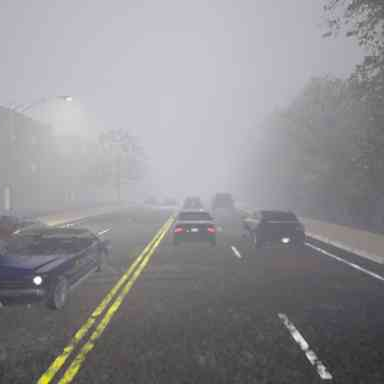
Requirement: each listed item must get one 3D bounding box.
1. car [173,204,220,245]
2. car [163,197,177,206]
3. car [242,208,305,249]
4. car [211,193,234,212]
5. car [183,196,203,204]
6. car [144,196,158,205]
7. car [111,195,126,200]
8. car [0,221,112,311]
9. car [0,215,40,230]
[{"bbox_3d":[0.104,1.502,15.281,2.033,1.411,5.357,0,0,0],"label":"car"},{"bbox_3d":[-3.378,1.451,51.113,1.895,1.301,4.718,0,0,0],"label":"car"},{"bbox_3d":[3.352,1.462,14.321,1.837,1.490,4.892,0,0,0],"label":"car"},{"bbox_3d":[3.354,1.110,37.429,2.150,2.045,5.566,0,0,0],"label":"car"},{"bbox_3d":[0.104,1.244,36.457,2.097,1.767,4.553,0,0,0],"label":"car"},{"bbox_3d":[-6.665,1.404,54.593,1.994,1.385,4.181,0,0,0],"label":"car"},{"bbox_3d":[-20.683,1.550,92.887,4.313,1.339,1.947,-1,1,-1],"label":"car"},{"bbox_3d":[-3.350,1.578,7.806,1.895,1.301,4.718,0,0,0],"label":"car"},{"bbox_3d":[-6.599,1.529,11.792,1.994,1.385,4.181,0,0,0],"label":"car"}]
